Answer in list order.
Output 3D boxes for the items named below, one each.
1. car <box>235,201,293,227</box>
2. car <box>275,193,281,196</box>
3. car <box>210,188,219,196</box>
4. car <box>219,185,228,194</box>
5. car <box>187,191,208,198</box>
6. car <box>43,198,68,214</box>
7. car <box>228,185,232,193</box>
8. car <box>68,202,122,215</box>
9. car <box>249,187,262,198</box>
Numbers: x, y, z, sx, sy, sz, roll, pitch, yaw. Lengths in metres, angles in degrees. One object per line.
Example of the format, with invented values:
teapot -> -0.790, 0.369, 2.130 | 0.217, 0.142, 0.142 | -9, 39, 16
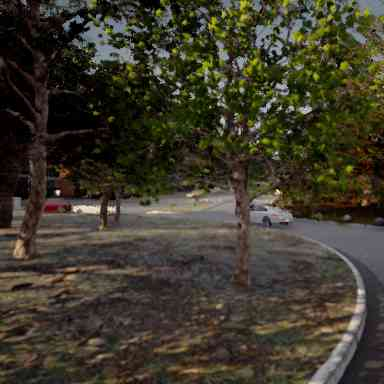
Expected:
car -> 5.153, 1.659, 24.068 | 1.812, 1.442, 4.674 | 1, 0, -30
car -> 17.618, -0.167, 66.976 | 2.150, 2.045, 5.566 | 0, 3, 27
car -> 3.293, 0.119, 71.918 | 1.946, 1.575, 5.366 | 0, 3, 27
car -> 5.763, -0.179, 76.851 | 1.946, 1.575, 5.366 | 0, 3, 27
car -> 0.815, 0.420, 66.991 | 1.946, 1.575, 5.366 | 0, 3, 27
car -> -15.842, 1.466, 37.061 | 4.553, 1.767, 2.097 | 0, 0, -8
car -> 8.356, -0.740, 82.024 | 2.435, 2.045, 5.566 | 0, 3, 27
car -> -9.783, 1.723, 34.274 | 4.718, 1.301, 1.895 | 0, 0, 8
car -> 11.729, 0.482, 62.305 | 1.837, 1.490, 4.892 | 0, 3, 26
